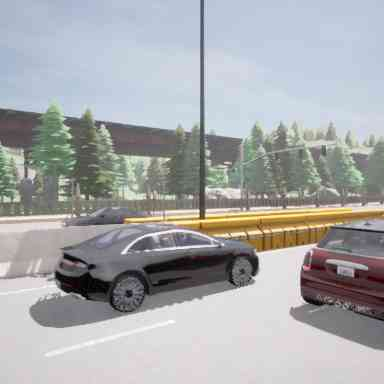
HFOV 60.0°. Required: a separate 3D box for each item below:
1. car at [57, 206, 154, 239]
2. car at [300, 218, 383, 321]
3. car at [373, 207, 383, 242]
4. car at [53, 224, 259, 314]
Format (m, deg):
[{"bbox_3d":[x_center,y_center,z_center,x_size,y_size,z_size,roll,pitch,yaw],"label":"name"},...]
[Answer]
[{"bbox_3d":[-4.550,1.525,17.860,4.674,1.442,1.812,0,0,-35],"label":"car"},{"bbox_3d":[4.310,1.352,6.825,4.553,1.767,2.097,0,0,-36],"label":"car"},{"bbox_3d":[10.968,1.491,15.876,4.902,1.511,2.128,0,0,-36],"label":"car"},{"bbox_3d":[-0.548,1.493,7.656,4.902,1.511,2.128,0,0,-35],"label":"car"}]
